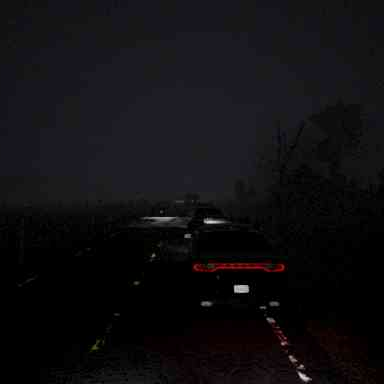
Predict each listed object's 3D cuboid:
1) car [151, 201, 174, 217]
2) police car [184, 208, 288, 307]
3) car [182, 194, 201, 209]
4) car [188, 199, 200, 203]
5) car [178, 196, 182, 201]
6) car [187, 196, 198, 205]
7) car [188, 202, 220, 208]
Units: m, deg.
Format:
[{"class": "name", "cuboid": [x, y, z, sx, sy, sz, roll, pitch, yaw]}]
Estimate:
[{"class": "car", "cuboid": [-2.721, 1.574, 31.385, 1.994, 1.385, 4.181, 0, 0, 0]}, {"class": "police car", "cuboid": [0.833, 1.425, 8.178, 1.930, 1.638, 5.238, 0, 0, 0]}, {"class": "car", "cuboid": [0.078, 1.250, 45.961, 2.150, 2.045, 5.566, 0, 0, 1]}, {"class": "car", "cuboid": [0.847, 1.511, 24.068, 1.837, 1.490, 4.892, 0, 0, 0]}, {"class": "car", "cuboid": [-2.673, 1.724, 87.638, 1.895, 1.301, 4.718, 0, 0, 0]}, {"class": "car", "cuboid": [0.054, 1.533, 60.575, 1.882, 1.535, 5.008, 0, 0, 0]}, {"class": "car", "cuboid": [0.841, 1.508, 18.068, 1.837, 1.490, 4.892, 0, 0, 0]}]
